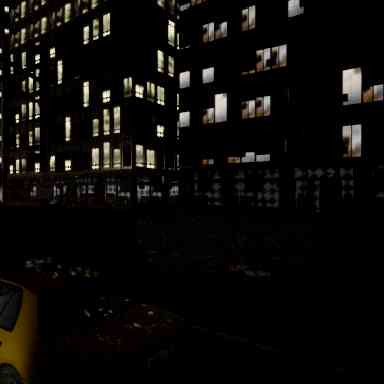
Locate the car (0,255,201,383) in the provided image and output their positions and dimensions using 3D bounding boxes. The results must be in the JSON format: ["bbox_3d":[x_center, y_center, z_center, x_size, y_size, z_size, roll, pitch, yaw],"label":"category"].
[{"bbox_3d":[-2.189,1.525,4.432,4.829,1.417,1.752,0,0,36],"label":"car"}]
